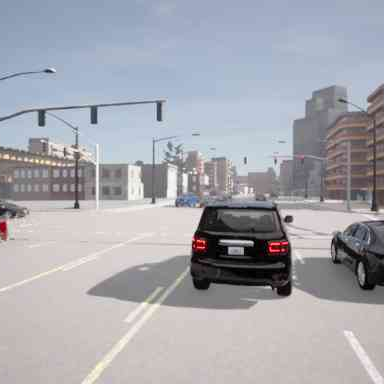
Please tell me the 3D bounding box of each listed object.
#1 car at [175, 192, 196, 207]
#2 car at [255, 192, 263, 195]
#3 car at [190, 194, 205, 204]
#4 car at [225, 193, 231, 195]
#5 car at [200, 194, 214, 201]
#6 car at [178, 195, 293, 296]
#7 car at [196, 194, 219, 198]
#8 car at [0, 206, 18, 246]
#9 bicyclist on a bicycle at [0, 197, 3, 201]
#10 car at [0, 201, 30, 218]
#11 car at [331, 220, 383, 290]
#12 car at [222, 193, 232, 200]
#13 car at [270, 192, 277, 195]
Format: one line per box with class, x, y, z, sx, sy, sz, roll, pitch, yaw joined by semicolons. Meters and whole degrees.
car;-0.871;1.098;48.418;2.150;2.045;5.566;0;1;12
car;12.132;1.171;58.995;2.128;1.511;4.902;0;1;11
car;1.019;1.240;57.898;1.837;1.490;4.892;0;1;11
car;5.879;1.117;64.214;1.837;1.490;4.892;0;1;12
car;3.133;1.102;68.168;2.033;1.411;5.357;0;1;12
car;1.509;1.225;8.997;2.150;2.045;5.566;0;0;14
car;2.216;1.399;46.018;1.837;1.490;4.892;0;1;11
car;-8.825;1.482;11.717;1.882;1.535;5.008;0;0;11
bicyclist on a bicycle;-23.941;1.319;41.344;0.582;1.620;1.656;0;0;10
car;-16.568;1.516;28.872;4.892;1.490;1.837;0;0;10
car;5.071;1.509;8.886;1.837;1.490;4.892;0;0;11
car;7.906;0.956;74.173;1.812;1.442;4.674;0;1;11
car;20.654;0.778;84.469;2.033;1.411;5.357;0;0;11
